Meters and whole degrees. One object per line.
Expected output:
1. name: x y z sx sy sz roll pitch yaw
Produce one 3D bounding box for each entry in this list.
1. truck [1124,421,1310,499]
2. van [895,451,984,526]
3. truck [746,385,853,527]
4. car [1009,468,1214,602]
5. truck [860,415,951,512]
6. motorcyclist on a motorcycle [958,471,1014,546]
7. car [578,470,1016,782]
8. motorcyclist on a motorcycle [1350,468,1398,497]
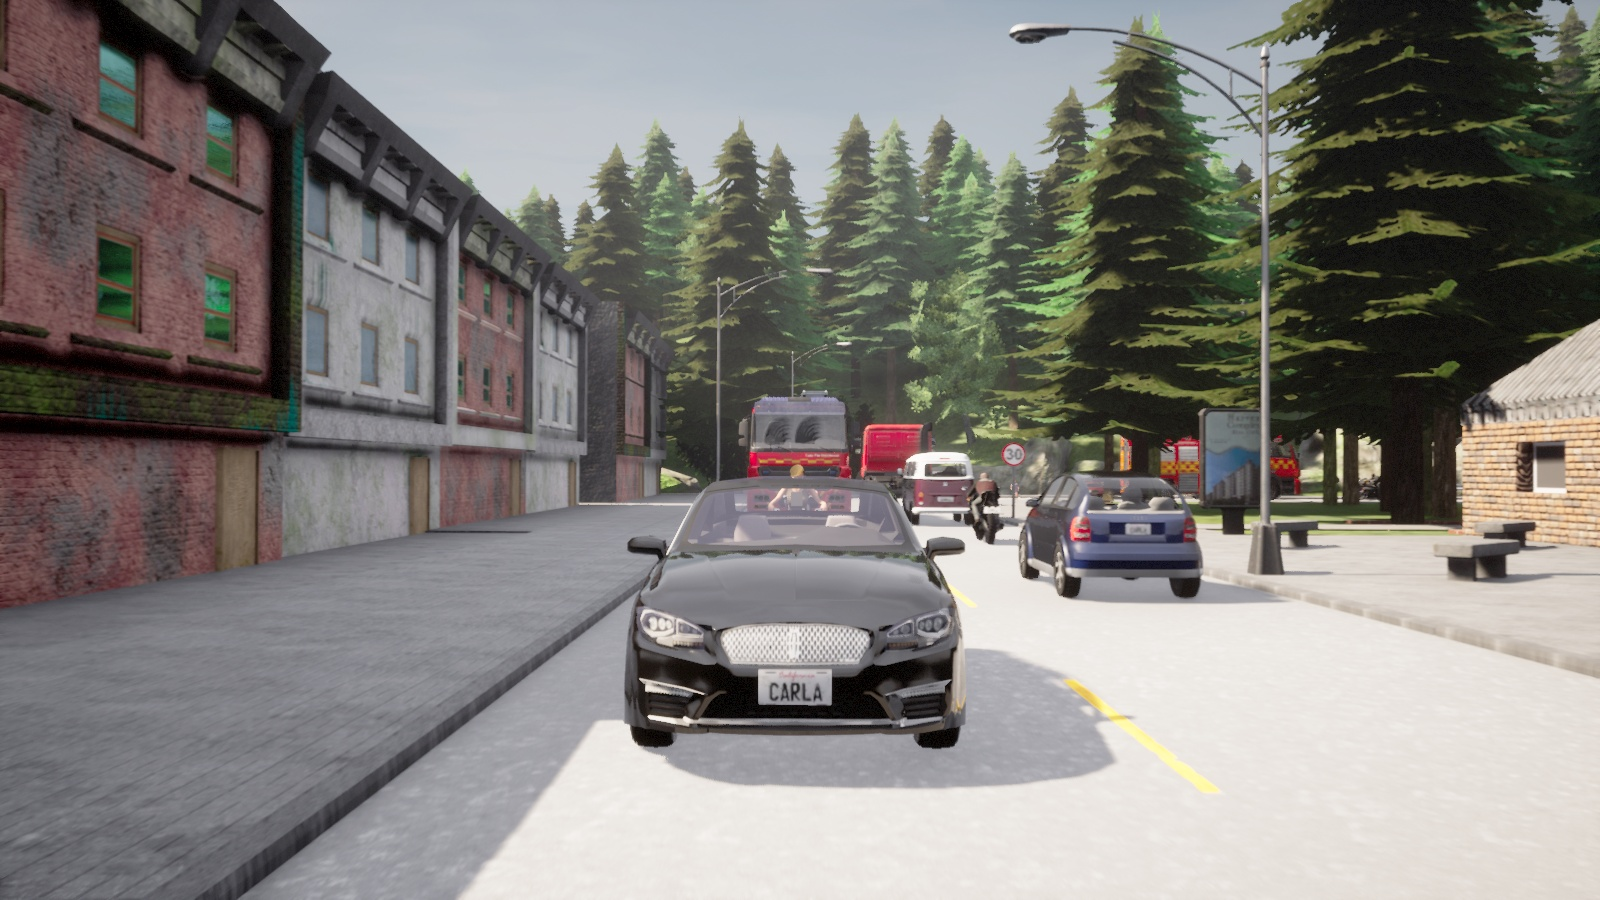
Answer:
1. truck: 20.942 0.513 63.501 8.468 3.827 2.891 0 -1 6
2. van: 3.981 1.069 36.580 2.069 2.038 4.480 0 -1 0
3. truck: -0.023 0.217 38.106 2.891 3.827 8.468 0 -1 0
4. car: 3.978 1.025 16.640 1.789 1.549 3.705 0 -1 0
5. truck: 3.981 0.549 49.127 2.891 3.462 7.936 0 -1 0
6. motorcyclist on a motorcycle: 3.980 1.236 27.068 0.866 1.530 2.191 0 0 0
7. car: -0.018 0.897 8.566 2.128 1.511 4.902 0 -1 0
8. motorcyclist on a motorcycle: 30.797 1.732 67.383 2.191 1.530 0.866 0 -1 0
